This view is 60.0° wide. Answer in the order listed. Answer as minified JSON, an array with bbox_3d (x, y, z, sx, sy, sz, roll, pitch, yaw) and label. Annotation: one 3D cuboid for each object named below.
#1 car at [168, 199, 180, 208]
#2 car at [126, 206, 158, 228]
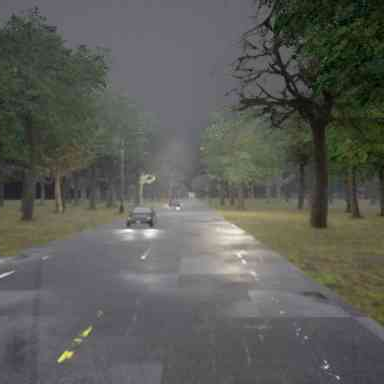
[{"bbox_3d":[-3.528,2.204,66.062,2.097,1.767,4.553,0,-1,0],"label":"car"},{"bbox_3d":[-3.606,1.785,24.686,1.812,1.442,4.674,0,-1,0],"label":"car"}]
